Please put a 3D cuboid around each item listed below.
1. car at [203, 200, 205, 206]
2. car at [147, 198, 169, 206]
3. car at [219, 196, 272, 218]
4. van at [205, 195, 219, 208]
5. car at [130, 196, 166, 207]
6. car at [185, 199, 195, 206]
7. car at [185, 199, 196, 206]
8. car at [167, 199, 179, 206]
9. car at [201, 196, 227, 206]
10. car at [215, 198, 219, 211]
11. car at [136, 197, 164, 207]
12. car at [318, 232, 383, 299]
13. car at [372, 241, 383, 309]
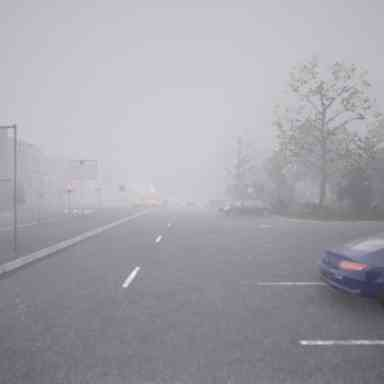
[{"bbox_3d":[5.047,1.854,58.041,5.366,1.575,1.946,0,-1,0],"label":"car"},{"bbox_3d":[-7.551,2.184,73.881,4.553,1.767,2.185,0,-2,-1],"label":"car"},{"bbox_3d":[5.113,1.454,31.284,4.553,1.767,2.185,0,0,0],"label":"car"},{"bbox_3d":[4.769,1.574,55.250,4.442,1.987,1.878,0,-1,-1],"label":"van"},{"bbox_3d":[-7.572,1.805,55.784,5.366,1.575,1.946,0,-1,-1],"label":"car"},{"bbox_3d":[-0.400,2.392,75.688,2.128,1.511,4.902,0,-2,2],"label":"car"},{"bbox_3d":[-0.290,2.080,64.393,2.033,1.411,5.357,0,-2,-1],"label":"car"},{"bbox_3d":[-3.589,2.186,68.759,2.033,1.411,5.357,0,-2,-1],"label":"car"},{"bbox_3d":[4.686,1.994,71.881,5.566,2.045,2.435,0,-2,-1],"label":"car"},{"bbox_3d":[5.040,1.631,34.453,4.674,1.452,2.002,0,0,0],"label":"car"},{"bbox_3d":[-7.382,1.741,58.706,4.553,1.767,2.185,0,-1,-1],"label":"car"},{"bbox_3d":[5.081,1.542,6.948,4.674,1.452,2.002,0,0,0],"label":"car"},{"bbox_3d":[5.079,1.493,3.672,4.892,1.521,2.231,0,0,0],"label":"car"}]
